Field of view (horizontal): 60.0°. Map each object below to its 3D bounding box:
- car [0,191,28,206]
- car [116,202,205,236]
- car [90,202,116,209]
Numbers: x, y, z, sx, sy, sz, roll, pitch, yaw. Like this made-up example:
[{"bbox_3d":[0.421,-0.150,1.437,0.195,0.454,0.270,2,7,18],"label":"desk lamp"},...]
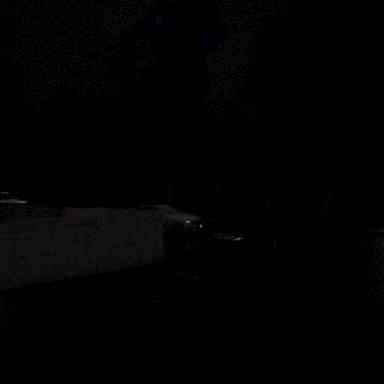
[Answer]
[{"bbox_3d":[-15.141,0.951,25.960,5.566,2.045,2.150,0,1,32],"label":"car"},{"bbox_3d":[-1.547,1.381,17.594,4.674,1.442,1.812,1,1,32],"label":"car"},{"bbox_3d":[-5.469,1.371,23.414,4.718,1.301,1.895,1,1,31],"label":"car"}]
